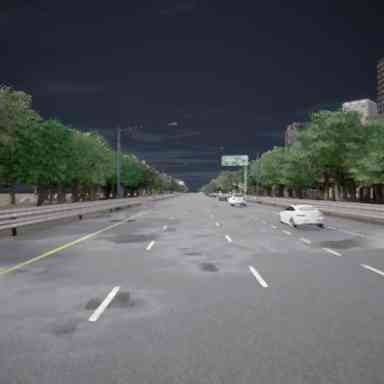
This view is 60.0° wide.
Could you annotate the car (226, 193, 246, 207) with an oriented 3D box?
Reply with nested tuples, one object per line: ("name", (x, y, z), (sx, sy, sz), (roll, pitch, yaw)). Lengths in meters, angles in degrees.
("car", (7.149, 1.220, 52.736), (2.150, 2.045, 5.566), (0, 0, 0))

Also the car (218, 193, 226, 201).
("car", (7.341, 1.498, 79.820), (1.812, 1.442, 4.674), (0, 0, 0))

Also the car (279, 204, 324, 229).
("car", (7.024, 1.534, 21.641), (1.812, 1.442, 4.674), (0, 0, 0))
